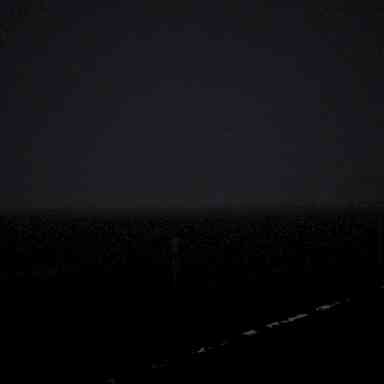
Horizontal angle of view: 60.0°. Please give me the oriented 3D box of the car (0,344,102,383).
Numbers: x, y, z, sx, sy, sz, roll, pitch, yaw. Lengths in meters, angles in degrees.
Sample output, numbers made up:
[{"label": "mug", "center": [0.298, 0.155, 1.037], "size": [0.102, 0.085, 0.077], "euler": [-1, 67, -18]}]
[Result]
[{"label": "car", "center": [-2.314, 1.564, 1.297], "size": [4.181, 1.385, 1.994], "euler": [0, 0, -35]}]
